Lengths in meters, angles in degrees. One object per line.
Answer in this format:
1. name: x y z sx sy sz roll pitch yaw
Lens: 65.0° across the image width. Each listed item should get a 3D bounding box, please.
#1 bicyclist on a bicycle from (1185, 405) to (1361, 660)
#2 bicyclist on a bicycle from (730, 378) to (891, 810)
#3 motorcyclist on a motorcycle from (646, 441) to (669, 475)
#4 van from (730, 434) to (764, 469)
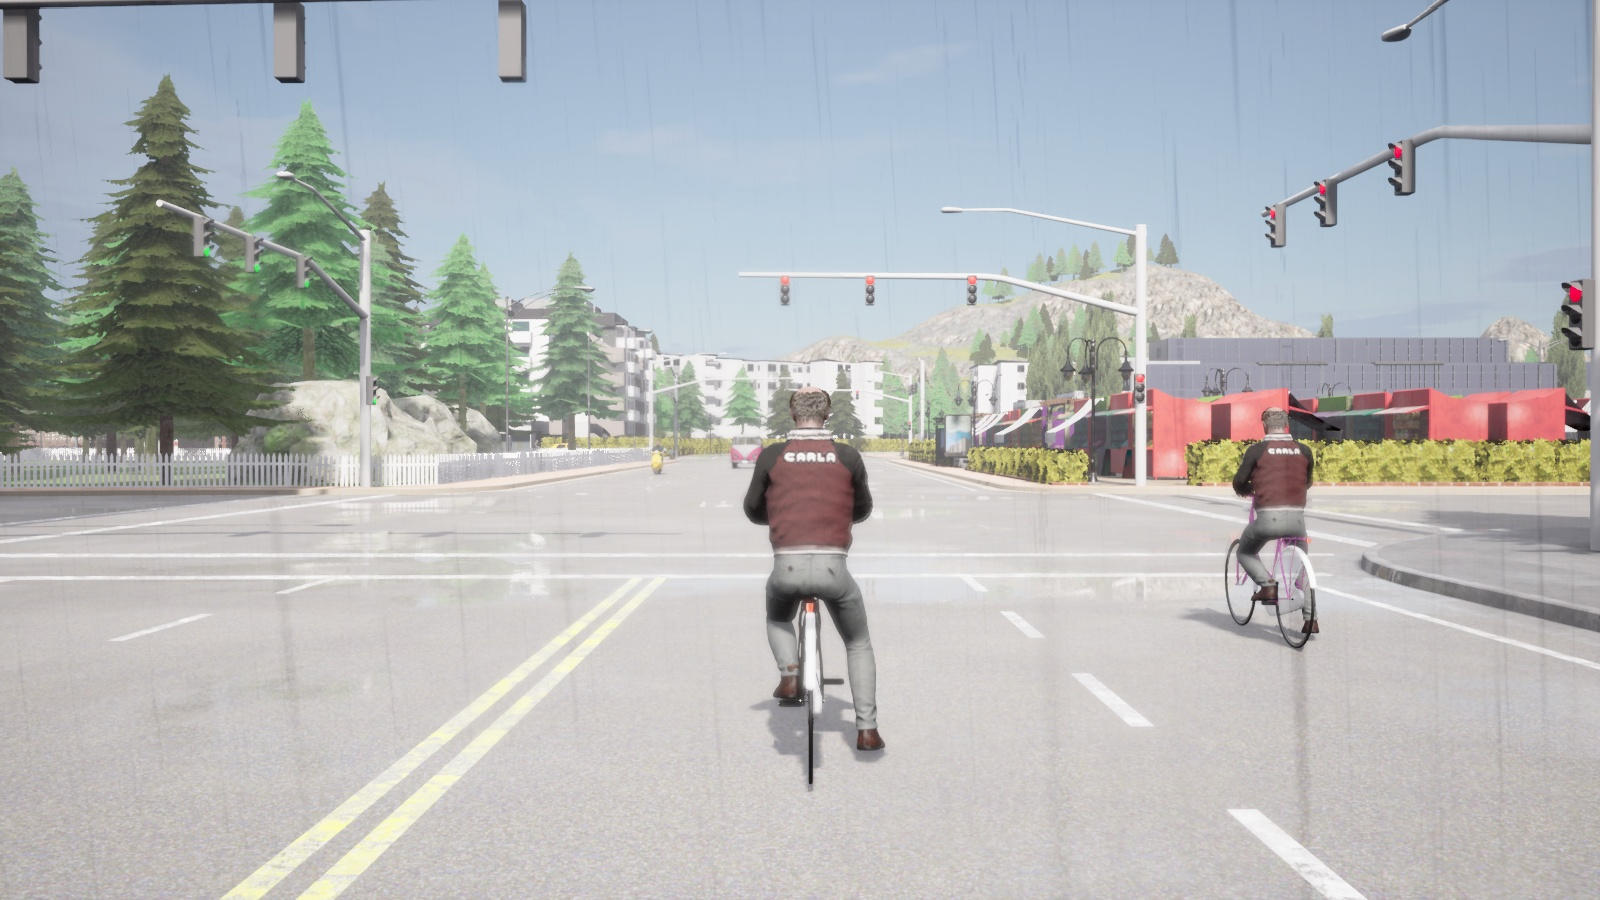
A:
1. bicyclist on a bicycle: 3.567 0.565 9.639 0.659 1.776 1.843 0 1 0
2. bicyclist on a bicycle: 0.048 0.583 6.078 0.659 1.776 1.843 0 1 0
3. motorcyclist on a motorcycle: -6.668 0.362 58.684 0.866 1.590 1.817 0 0 0
4. van: -3.088 0.081 73.367 1.775 1.987 4.442 0 0 0
